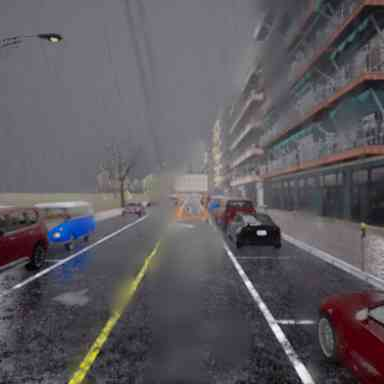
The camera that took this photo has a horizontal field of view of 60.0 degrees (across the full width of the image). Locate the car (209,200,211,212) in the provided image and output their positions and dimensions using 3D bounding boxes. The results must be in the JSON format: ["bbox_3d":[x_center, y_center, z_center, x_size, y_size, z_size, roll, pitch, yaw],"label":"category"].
[{"bbox_3d":[2.573,1.519,25.642,1.947,1.339,4.313,1,0,0],"label":"car"}]

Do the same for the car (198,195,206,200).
[{"bbox_3d":[2.571,1.398,87.913,2.008,1.369,4.403,1,0,0],"label":"car"}]

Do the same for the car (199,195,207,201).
[{"bbox_3d":[2.572,1.391,76.762,1.752,1.417,4.829,1,0,0],"label":"car"}]

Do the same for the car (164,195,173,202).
[{"bbox_3d":[-5.309,1.392,75.854,1.752,1.417,4.829,1,0,0],"label":"car"}]

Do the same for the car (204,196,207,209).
[{"bbox_3d":[2.573,1.458,37.135,1.752,1.417,4.829,1,0,0],"label":"car"}]

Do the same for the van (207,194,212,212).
[{"bbox_3d":[2.575,1.285,31.303,1.690,1.788,3.998,1,0,0],"label":"van"}]

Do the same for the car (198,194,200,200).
[{"bbox_3d":[2.574,1.209,59.608,2.192,1.841,5.009,1,0,0],"label":"car"}]

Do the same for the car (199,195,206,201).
[{"bbox_3d":[2.571,1.381,82.423,1.752,1.417,4.829,1,0,0],"label":"car"}]

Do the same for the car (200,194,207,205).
[{"bbox_3d":[2.575,1.238,42.625,2.192,1.841,5.009,1,0,0],"label":"car"}]

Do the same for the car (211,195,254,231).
[{"bbox_3d":[2.575,1.279,19.981,2.192,1.841,5.009,1,0,0],"label":"car"}]

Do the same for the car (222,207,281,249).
[{"bbox_3d":[2.573,1.540,14.320,1.947,1.339,4.313,1,0,0],"label":"car"}]

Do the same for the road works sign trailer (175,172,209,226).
[{"bbox_3d":[-0.001,0.423,23.027,2.380,3.560,2.880,0,0,0],"label":"road works sign trailer"}]

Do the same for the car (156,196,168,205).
[{"bbox_3d":[-5.309,1.477,59.062,1.802,1.307,4.206,1,0,0],"label":"car"}]

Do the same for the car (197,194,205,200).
[{"bbox_3d":[2.572,1.278,93.574,1.967,1.590,4.097,1,0,0],"label":"car"}]

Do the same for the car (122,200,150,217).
[{"bbox_3d":[-5.308,1.527,30.792,1.802,1.307,4.206,1,0,0],"label":"car"}]

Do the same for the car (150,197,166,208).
[{"bbox_3d":[-5.308,1.480,47.754,1.947,1.339,4.313,1,0,0],"label":"car"}]

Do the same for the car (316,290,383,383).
[{"bbox_3d":[2.573,1.576,2.998,1.802,1.307,4.206,1,0,0],"label":"car"}]

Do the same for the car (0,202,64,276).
[{"bbox_3d":[-5.304,1.300,8.175,2.192,1.841,5.009,1,0,0],"label":"car"}]

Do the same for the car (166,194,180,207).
[{"bbox_3d":[-2.830,1.434,50.883,1.812,1.442,4.674,0,0,0],"label":"car"}]

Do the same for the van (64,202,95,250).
[{"bbox_3d":[-5.305,1.316,13.829,1.690,1.788,3.998,1,0,0],"label":"van"}]
